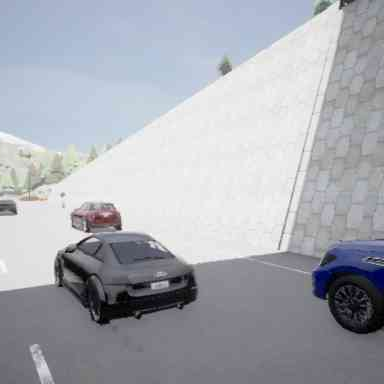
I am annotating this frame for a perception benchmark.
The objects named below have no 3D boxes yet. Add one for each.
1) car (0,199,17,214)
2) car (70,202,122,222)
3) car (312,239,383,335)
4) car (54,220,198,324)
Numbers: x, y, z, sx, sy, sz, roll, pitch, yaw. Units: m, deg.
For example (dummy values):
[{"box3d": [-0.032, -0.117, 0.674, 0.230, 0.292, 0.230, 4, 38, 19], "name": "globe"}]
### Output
[{"box3d": [-19.368, 1.514, 34.525, 1.837, 1.490, 4.892, 0, 0, -33], "name": "car"}, {"box3d": [-5.948, 1.358, 20.285, 2.097, 1.767, 4.553, 0, 0, -33], "name": "car"}, {"box3d": [4.383, 1.223, 4.373, 2.150, 2.045, 5.566, 0, 0, -33], "name": "car"}, {"box3d": [-1.660, 1.566, 7.358, 1.994, 1.385, 4.181, 0, 0, -34], "name": "car"}]
